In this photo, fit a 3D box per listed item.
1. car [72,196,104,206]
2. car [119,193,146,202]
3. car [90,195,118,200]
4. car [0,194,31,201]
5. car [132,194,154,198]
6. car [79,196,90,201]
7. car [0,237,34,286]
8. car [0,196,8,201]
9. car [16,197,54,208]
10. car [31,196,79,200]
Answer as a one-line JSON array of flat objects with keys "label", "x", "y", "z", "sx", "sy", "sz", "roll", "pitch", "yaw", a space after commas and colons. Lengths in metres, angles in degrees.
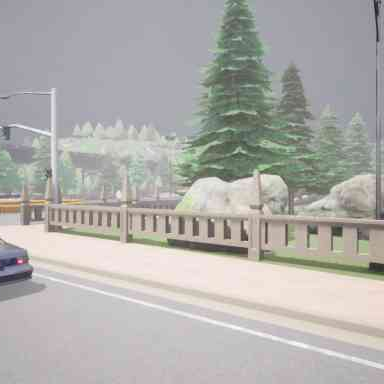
[{"label": "car", "x": -17.913, "y": 1.456, "z": 57.463, "sx": 2.128, "sy": 1.511, "sz": 4.902, "roll": 0, "pitch": 1, "yaw": 36}, {"label": "car", "x": -11.695, "y": 1.131, "z": 66.083, "sx": 2.033, "sy": 1.411, "sz": 5.357, "roll": 0, "pitch": 3, "yaw": 36}, {"label": "car", "x": -13.022, "y": 1.334, "z": 52.270, "sx": 2.097, "sy": 1.767, "sz": 4.553, "roll": 0, "pitch": 1, "yaw": 36}, {"label": "car", "x": -24.176, "y": 1.221, "z": 42.748, "sx": 2.150, "sy": 2.045, "sz": 5.566, "roll": 0, "pitch": 0, "yaw": 36}, {"label": "car", "x": -8.645, "y": 1.290, "z": 58.370, "sx": 2.128, "sy": 1.511, "sz": 4.902, "roll": 0, "pitch": 2, "yaw": 36}, {"label": "car", "x": -18.508, "y": 1.352, "z": 50.624, "sx": 2.097, "sy": 1.767, "sz": 4.553, "roll": 0, "pitch": 0, "yaw": 35}, {"label": "car", "x": -6.105, "y": 1.547, "z": 8.317, "sx": 5.357, "sy": 1.411, "sz": 2.033, "roll": 0, "pitch": 0, "yaw": 36}, {"label": "car", "x": -23.925, "y": 1.491, "z": 37.113, "sx": 2.128, "sy": 1.511, "sz": 4.902, "roll": 0, "pitch": 0, "yaw": 36}, {"label": "car", "x": -23.398, "y": 1.505, "z": 49.816, "sx": 1.837, "sy": 1.490, "sz": 4.892, "roll": 0, "pitch": 0, "yaw": 36}, {"label": "car", "x": -18.370, "y": 1.478, "z": 44.823, "sx": 1.882, "sy": 1.535, "sz": 5.008, "roll": 0, "pitch": 0, "yaw": 36}]
